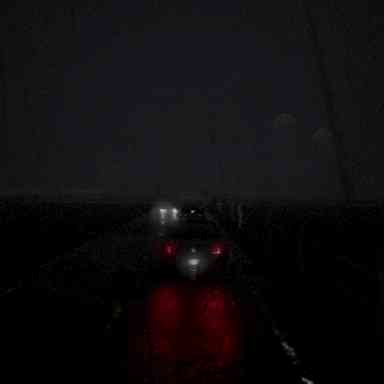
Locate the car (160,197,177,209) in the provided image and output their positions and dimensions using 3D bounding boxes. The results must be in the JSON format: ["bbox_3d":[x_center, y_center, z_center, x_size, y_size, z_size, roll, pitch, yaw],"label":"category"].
[{"bbox_3d":[-2.809,1.382,41.764,1.812,1.442,4.674,0,0,0],"label":"car"}]

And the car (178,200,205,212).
[{"bbox_3d":[0.087,1.383,28.709,1.882,1.535,5.008,0,0,0],"label":"car"}]

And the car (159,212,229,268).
[{"bbox_3d":[0.067,1.566,11.054,1.895,1.301,4.718,0,0,0],"label":"car"}]
